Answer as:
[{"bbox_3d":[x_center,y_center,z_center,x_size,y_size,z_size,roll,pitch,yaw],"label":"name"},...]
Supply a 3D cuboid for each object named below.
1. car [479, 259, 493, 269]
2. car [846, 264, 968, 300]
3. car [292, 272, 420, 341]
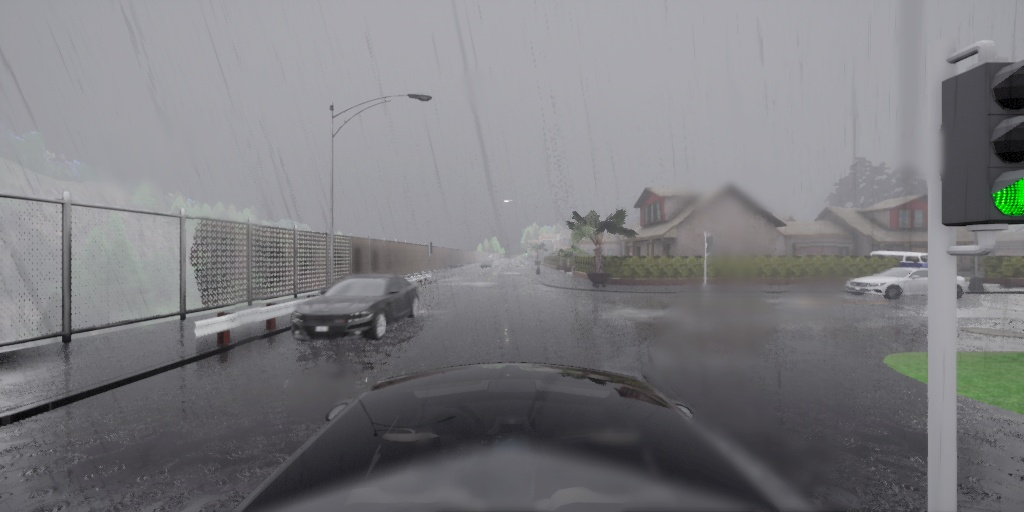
[{"bbox_3d":[-3.994,1.200,55.802,1.837,1.490,4.892,0,1,0],"label":"car"},{"bbox_3d":[18.872,1.275,17.198,4.674,1.442,1.812,0,0,0],"label":"car"},{"bbox_3d":[-4.001,1.256,10.039,1.882,1.535,5.008,0,0,0],"label":"car"}]
